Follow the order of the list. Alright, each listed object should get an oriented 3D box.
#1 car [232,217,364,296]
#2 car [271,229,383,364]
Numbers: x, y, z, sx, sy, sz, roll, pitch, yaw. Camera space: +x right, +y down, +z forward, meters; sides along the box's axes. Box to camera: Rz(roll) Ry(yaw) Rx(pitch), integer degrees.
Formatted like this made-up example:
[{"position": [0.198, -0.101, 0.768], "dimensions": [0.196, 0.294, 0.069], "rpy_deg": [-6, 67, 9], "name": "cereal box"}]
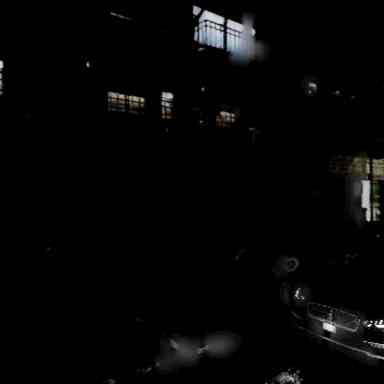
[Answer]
[{"position": [2.904, 1.474, 8.187], "dimensions": [4.097, 1.590, 1.967], "rpy_deg": [0, -1, -36], "name": "car"}, {"position": [3.776, 1.535, 5.769], "dimensions": [4.892, 1.490, 1.837], "rpy_deg": [0, 0, -36], "name": "car"}]
